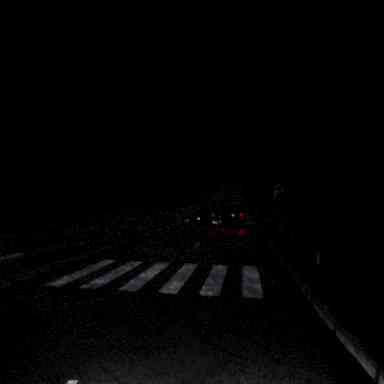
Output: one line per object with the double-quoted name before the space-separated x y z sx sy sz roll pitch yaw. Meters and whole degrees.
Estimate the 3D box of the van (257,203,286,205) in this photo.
"van" 12.085 2.761 48.867 4.442 1.987 1.878 1 -1 8

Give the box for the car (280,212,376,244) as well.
"car" 7.718 2.154 18.889 4.892 1.521 2.231 1 -2 8

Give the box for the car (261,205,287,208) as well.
"car" 10.008 2.535 35.248 4.553 1.767 2.185 1 -1 8

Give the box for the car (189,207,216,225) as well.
"car" 0.971 2.582 33.859 1.994 1.385 4.181 1 -2 10

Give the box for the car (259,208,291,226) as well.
"car" 9.084 2.498 29.819 5.366 1.575 1.946 1 -2 8

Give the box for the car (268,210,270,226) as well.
"car" 8.909 2.451 27.057 4.792 1.488 2.163 1 -2 8

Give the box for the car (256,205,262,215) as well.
"car" 11.166 2.896 43.433 4.792 1.488 2.163 1 -1 8

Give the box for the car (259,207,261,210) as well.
"car" 10.421 2.771 37.973 4.674 1.452 2.002 1 -1 8

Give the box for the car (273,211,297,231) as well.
"car" 8.105 2.244 21.616 5.008 1.535 2.097 1 -2 8

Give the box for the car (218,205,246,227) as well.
"car" 4.087 2.252 32.657 2.150 2.045 5.566 1 -1 8

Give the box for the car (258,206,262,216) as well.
"car" 10.811 2.840 40.698 4.674 1.452 2.002 1 -1 8

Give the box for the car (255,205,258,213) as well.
"car" 11.610 2.956 46.150 4.792 1.488 2.163 1 -1 8

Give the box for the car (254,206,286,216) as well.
"car" 12.733 3.092 54.337 4.892 1.521 2.231 1 -1 8

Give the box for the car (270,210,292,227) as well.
"car" 8.502 2.334 24.339 4.892 1.521 2.231 1 -2 8

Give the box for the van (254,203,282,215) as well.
"van" 13.012 2.910 57.087 4.442 1.987 1.878 1 -1 8

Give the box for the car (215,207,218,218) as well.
"car" 2.811 2.848 46.606 1.837 1.490 4.892 1 -1 8

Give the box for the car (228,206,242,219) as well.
"car" 6.175 2.875 47.160 1.882 1.535 5.008 1 -1 8
